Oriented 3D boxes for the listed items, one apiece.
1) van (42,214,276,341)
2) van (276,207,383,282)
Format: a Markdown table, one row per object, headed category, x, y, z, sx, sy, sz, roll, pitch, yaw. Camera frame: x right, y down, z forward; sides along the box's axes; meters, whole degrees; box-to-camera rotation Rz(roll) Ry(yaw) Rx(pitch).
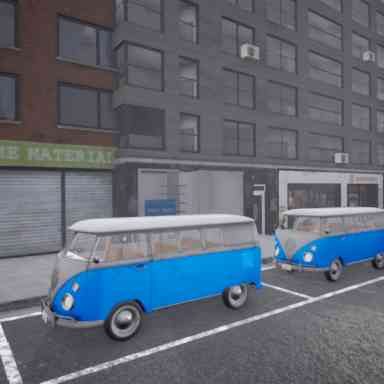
| category | x | y | z | sx | sy | sz | roll | pitch | yaw |
| --- | --- | --- | --- | --- | --- | --- | --- | --- | --- |
| van | -0.498 | 1.340 | 6.198 | 3.998 | 1.788 | 1.690 | 0 | -1 | -36 |
| van | 4.042 | 1.337 | 9.451 | 3.998 | 1.788 | 1.690 | 0 | -1 | -36 |
